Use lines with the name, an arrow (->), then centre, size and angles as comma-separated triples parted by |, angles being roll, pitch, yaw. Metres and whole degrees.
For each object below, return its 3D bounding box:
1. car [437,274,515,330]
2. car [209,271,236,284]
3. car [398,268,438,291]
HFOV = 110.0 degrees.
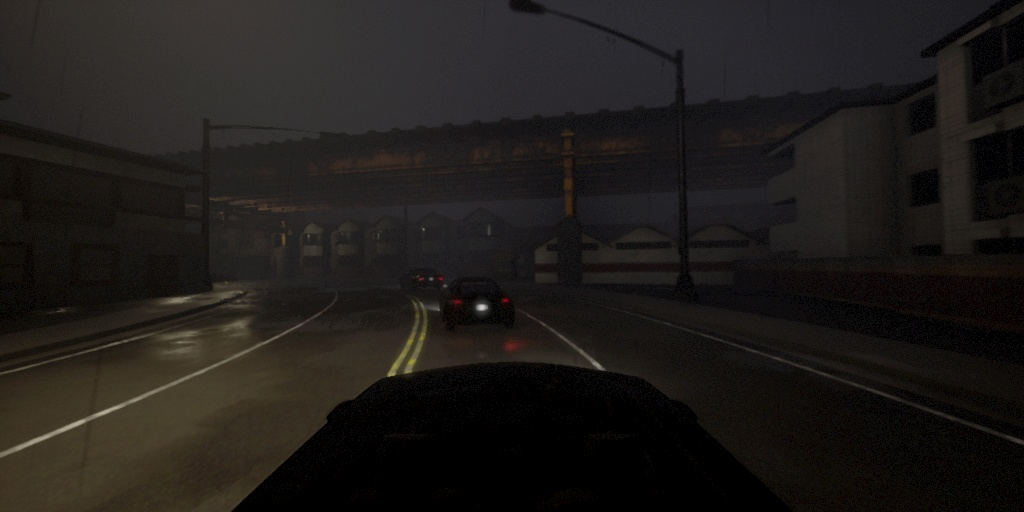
car -> -1.225, 1.345, 11.416 | 1.994, 1.385, 4.181 | 0, 0, -13
car -> -35.298, 2.513, 42.689 | 4.902, 1.511, 2.128 | -2, -2, 16
car -> -6.185, 1.503, 24.139 | 2.033, 1.411, 5.357 | 0, -1, -30
